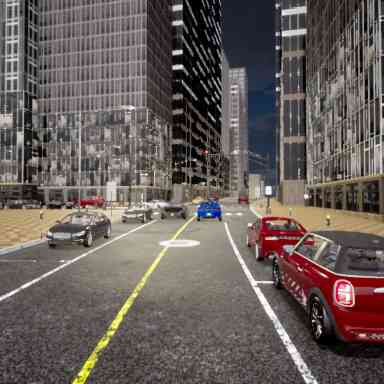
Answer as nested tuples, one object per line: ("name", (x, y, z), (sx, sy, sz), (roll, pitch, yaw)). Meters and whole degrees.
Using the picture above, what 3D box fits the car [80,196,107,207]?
("car", (-15.149, 1.534, 49.612), (5.009, 1.841, 2.192), (0, -1, 13))

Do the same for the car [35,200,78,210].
("car", (-16.960, 1.637, 41.939), (4.313, 1.339, 1.947), (0, -1, 13))

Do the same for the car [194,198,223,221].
("car", (1.478, 1.494, 27.147), (1.882, 1.535, 5.008), (0, 0, 5))

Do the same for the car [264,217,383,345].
("car", (2.814, 1.441, 6.340), (1.967, 1.590, 4.097), (1, 0, 2))

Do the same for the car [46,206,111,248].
("car", (-4.881, 1.561, 14.887), (2.008, 1.369, 4.403), (1, 0, 3))

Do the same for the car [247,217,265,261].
("car", (3.006, 1.547, 11.979), (1.887, 1.381, 4.507), (1, 0, 3))

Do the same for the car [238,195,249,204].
("car", (10.076, 1.410, 65.095), (2.192, 1.841, 5.009), (1, 0, 13))

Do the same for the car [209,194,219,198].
("car", (5.153, 1.490, 78.779), (2.192, 1.841, 5.009), (1, 0, 14))

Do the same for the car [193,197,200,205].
("car", (1.159, 1.640, 62.540), (1.752, 1.417, 4.829), (1, 0, 12))

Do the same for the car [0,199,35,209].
("car", (-22.401, 1.653, 43.229), (4.403, 1.369, 2.008), (0, -1, 13))

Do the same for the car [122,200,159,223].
("car", (-4.130, 1.573, 25.678), (2.008, 1.369, 4.403), (1, 0, 5))

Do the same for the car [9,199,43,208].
("car", (-26.036, 1.833, 52.189), (4.403, 1.369, 2.008), (0, -1, 13))

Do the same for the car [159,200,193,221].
("car", (-1.358, 1.586, 27.751), (1.994, 1.385, 4.181), (0, 0, 5))
